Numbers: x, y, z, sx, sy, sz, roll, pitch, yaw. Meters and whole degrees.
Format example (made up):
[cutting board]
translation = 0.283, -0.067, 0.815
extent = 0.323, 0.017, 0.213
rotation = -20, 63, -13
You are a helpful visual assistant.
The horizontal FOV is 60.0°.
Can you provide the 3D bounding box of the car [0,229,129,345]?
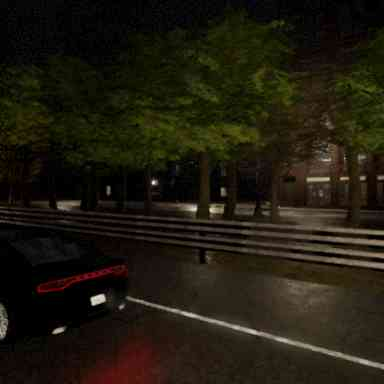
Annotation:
[car]
translation = -3.424, 1.454, 6.439
extent = 5.008, 1.535, 1.882
rotation = 0, 0, 36
